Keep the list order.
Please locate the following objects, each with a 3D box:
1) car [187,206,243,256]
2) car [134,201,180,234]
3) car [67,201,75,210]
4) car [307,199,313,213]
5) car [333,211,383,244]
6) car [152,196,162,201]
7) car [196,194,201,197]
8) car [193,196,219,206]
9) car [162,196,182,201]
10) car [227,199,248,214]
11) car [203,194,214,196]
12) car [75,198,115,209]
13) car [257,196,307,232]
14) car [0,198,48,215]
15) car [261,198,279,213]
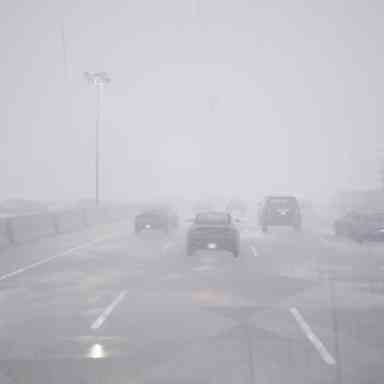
[{"bbox_3d":[0.881,1.508,13.275,1.837,1.490,4.892,0,0,5],"label":"car"},{"bbox_3d":[-1.933,1.504,19.345,1.837,1.490,4.892,0,0,7],"label":"car"},{"bbox_3d":[-12.618,1.476,38.977,2.128,1.511,4.902,0,0,14],"label":"car"},{"bbox_3d":[12.420,1.527,37.255,1.837,1.490,4.892,0,0,15],"label":"car"},{"bbox_3d":[8.195,1.578,15.740,1.994,1.385,4.181,0,0,7],"label":"car"},{"bbox_3d":[-6.993,1.529,75.202,2.033,1.411,5.357,0,0,26],"label":"car"},{"bbox_3d":[2.435,1.253,78.283,2.097,1.767,4.553,0,0,27],"label":"car"},{"bbox_3d":[1.366,1.531,36.530,1.812,1.442,4.674,0,0,14],"label":"car"},{"bbox_3d":[-4.090,1.592,73.168,1.895,1.301,4.718,0,0,26],"label":"car"},{"bbox_3d":[4.911,1.516,36.197,1.837,1.490,4.892,0,0,14],"label":"car"},{"bbox_3d":[4.450,1.533,74.625,2.128,1.511,4.902,0,0,27],"label":"car"},{"bbox_3d":[-9.956,1.589,35.181,1.895,1.301,4.718,0,0,13],"label":"car"},{"bbox_3d":[5.247,1.231,20.358,2.150,2.045,5.566,0,0,8],"label":"car"},{"bbox_3d":[-17.280,1.525,34.485,2.033,1.411,5.357,0,0,12],"label":"car"},{"bbox_3d":[8.998,1.495,37.996,1.882,1.535,5.008,0,0,15],"label":"car"}]
